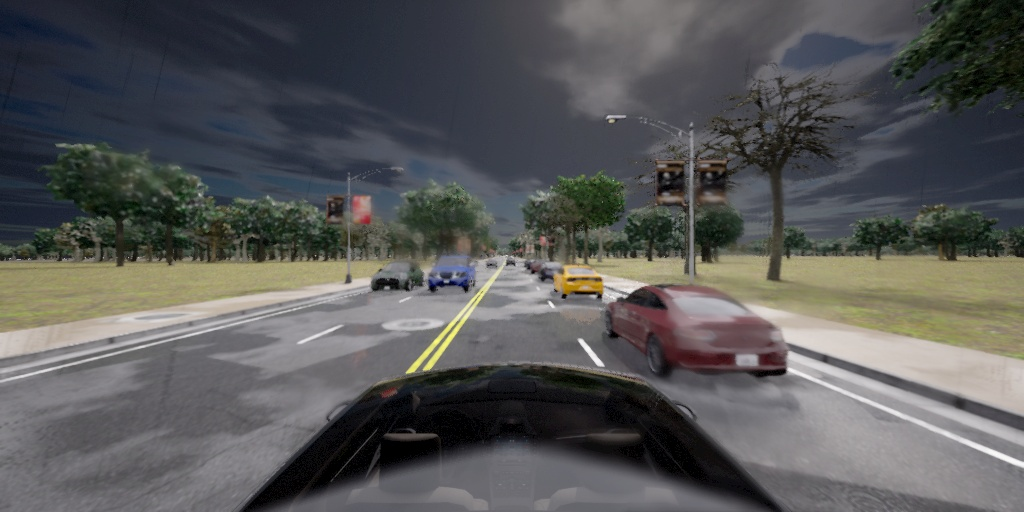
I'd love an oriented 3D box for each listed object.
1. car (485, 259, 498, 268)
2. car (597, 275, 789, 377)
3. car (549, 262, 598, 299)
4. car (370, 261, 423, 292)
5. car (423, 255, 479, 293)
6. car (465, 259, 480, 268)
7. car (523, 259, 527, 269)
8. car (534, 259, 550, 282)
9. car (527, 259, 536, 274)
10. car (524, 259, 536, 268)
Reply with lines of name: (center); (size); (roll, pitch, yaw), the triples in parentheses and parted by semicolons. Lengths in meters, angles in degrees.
car: (-3.472, 1.260, 61.665); (1.837, 1.490, 4.892); (0, 0, 0)
car: (3.249, 1.275, 7.249); (1.812, 1.442, 4.674); (0, 0, 0)
car: (3.237, 1.227, 18.254); (1.882, 1.535, 5.008); (0, 0, 0)
car: (-6.619, 1.101, 21.220); (2.097, 1.767, 4.553); (0, 0, 0)
car: (-3.371, 0.974, 21.170); (2.150, 2.045, 5.566); (0, 0, 0)
car: (-6.722, 1.245, 61.641); (2.128, 1.511, 4.902); (0, 0, 0)
car: (3.123, 1.253, 51.300); (2.163, 1.488, 4.792); (0, 0, 0)
car: (3.211, 1.253, 29.290); (2.163, 1.488, 4.792); (0, 0, 0)
car: (3.174, 1.101, 40.235); (2.097, 1.767, 4.553); (0, 0, 0)
car: (3.061, 1.254, 62.275); (1.837, 1.490, 4.892); (0, 0, 0)
